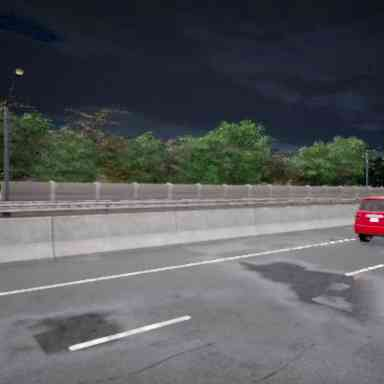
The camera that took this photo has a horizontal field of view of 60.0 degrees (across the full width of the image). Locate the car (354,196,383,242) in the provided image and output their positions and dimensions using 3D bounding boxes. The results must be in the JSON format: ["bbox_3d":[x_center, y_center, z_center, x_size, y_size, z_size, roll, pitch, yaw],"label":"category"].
[{"bbox_3d":[9.541,1.219,14.999,5.566,2.045,2.150,0,0,-36],"label":"car"}]
